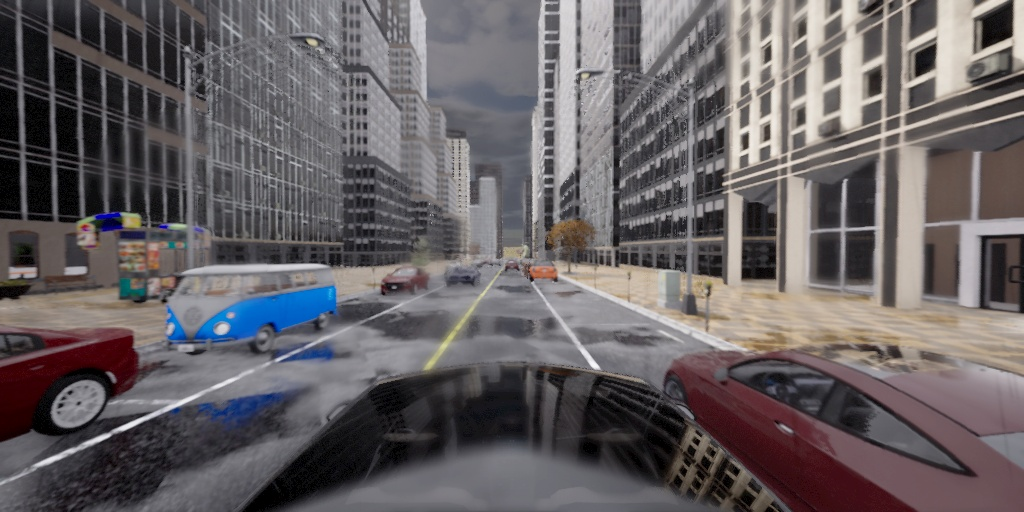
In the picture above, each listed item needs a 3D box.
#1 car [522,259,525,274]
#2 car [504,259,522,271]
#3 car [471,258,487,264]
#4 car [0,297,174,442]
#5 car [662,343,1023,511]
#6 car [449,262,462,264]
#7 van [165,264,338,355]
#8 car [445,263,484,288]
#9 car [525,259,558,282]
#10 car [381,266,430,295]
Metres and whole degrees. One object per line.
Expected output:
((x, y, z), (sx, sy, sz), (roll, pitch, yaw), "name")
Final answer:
((2.685, 1.177, 47.742), (1.967, 1.591, 4.097), (0, 0, 0), "car")
((0.020, 1.263, 48.331), (1.812, 1.442, 4.674), (0, 0, 0), "car")
((-5.697, 1.289, 58.990), (2.007, 1.370, 4.403), (0, 0, 0), "car")
((-5.690, 1.294, 2.741), (1.888, 1.381, 4.507), (0, 0, 0), "car")
((2.691, 1.332, 2.742), (1.802, 1.307, 4.207), (0, 0, 0), "car")
((-5.694, 1.286, 36.491), (2.007, 1.370, 4.403), (0, 0, 0), "car")
((-5.690, 1.086, 8.365), (1.690, 1.789, 3.998), (0, 0, 0), "van")
((-3.100, 1.339, 23.556), (1.895, 1.301, 4.718), (0, 0, 0), "car")
((2.387, 1.090, 28.586), (2.097, 1.767, 4.553), (0, 0, 0), "car")
((-5.692, 1.284, 19.615), (1.888, 1.381, 4.507), (0, 0, 0), "car")
